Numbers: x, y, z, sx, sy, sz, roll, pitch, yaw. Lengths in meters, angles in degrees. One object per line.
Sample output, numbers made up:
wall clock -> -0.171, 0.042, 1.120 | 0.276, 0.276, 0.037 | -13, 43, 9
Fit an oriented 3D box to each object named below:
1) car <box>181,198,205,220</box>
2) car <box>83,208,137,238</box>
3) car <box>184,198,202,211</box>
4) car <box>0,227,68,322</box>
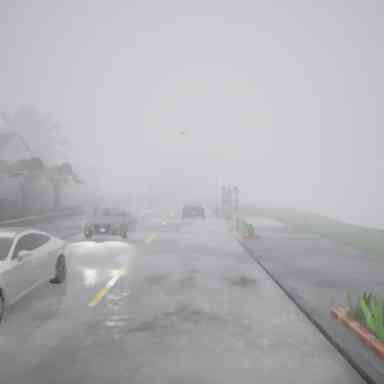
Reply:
car -> 0.104, 1.422, 27.696 | 1.882, 1.535, 5.008 | 0, 0, 0
car -> -4.070, 1.531, 17.169 | 1.994, 1.385, 4.181 | 0, 0, 0
car -> 0.106, 1.465, 41.282 | 2.033, 1.411, 5.357 | 0, 0, 0
car -> -4.088, 1.513, 6.876 | 1.812, 1.442, 4.674 | 0, 0, 0
